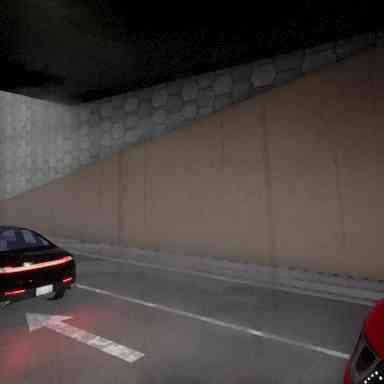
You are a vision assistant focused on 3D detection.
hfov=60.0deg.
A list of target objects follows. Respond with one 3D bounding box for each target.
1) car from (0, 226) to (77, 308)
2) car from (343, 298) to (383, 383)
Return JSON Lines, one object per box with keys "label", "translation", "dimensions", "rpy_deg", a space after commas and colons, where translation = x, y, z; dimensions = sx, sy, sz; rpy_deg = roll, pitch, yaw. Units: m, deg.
{"label": "car", "translation": [-4.533, 1.491, 7.202], "dimensions": [4.902, 1.511, 2.128], "rpy_deg": [0, 0, 36]}
{"label": "car", "translation": [3.644, 1.222, 1.345], "dimensions": [5.566, 2.045, 2.150], "rpy_deg": [0, 0, 35]}
